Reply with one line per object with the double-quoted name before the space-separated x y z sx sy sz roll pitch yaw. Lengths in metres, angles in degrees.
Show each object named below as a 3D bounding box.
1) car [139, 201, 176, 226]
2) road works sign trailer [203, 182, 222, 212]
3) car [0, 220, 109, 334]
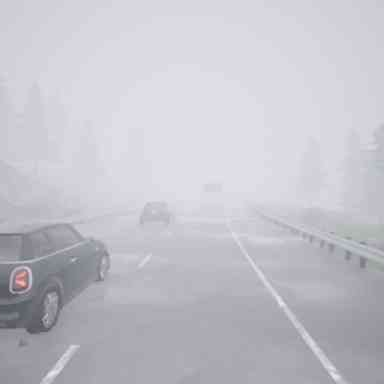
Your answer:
"car" -2.411 1.423 24.479 2.097 1.767 4.553 0 0 4
"road works sign trailer" 2.594 0.594 41.265 2.380 3.560 2.880 0 0 8
"car" -3.267 1.369 6.980 2.097 1.767 4.553 0 0 1
